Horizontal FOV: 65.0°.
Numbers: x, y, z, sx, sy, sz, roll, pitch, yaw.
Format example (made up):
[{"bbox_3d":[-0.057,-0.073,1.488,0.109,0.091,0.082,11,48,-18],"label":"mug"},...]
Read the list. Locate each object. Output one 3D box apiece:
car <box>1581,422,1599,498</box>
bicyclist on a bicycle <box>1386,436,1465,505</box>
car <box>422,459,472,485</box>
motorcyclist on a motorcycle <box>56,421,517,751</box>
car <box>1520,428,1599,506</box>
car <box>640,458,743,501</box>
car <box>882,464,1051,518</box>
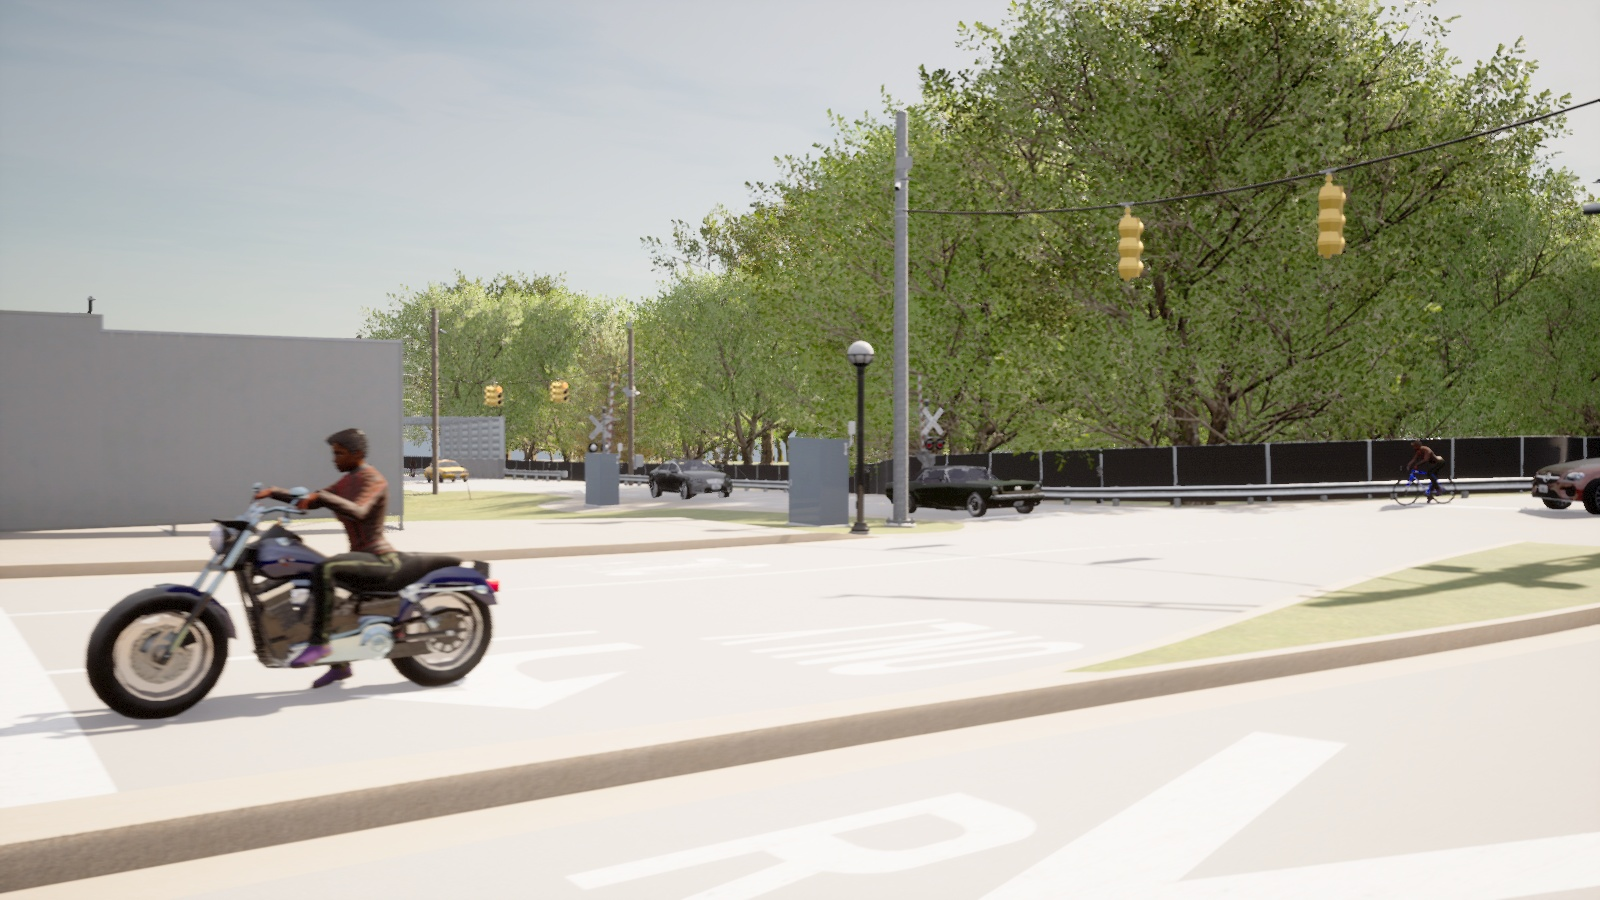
[{"bbox_3d":[21.985,0.223,31.356,3.866,1.878,1.905,-1,1,19],"label":"car"},{"bbox_3d":[15.585,0.509,31.308,1.656,1.620,0.582,-3,1,-3],"label":"bicyclist on a bicycle"},{"bbox_3d":[-23.043,1.408,81.740,1.801,1.575,5.366,-1,0,-30],"label":"car"},{"bbox_3d":[-2.908,0.687,7.329,2.350,1.649,0.766,1,0,-41],"label":"motorcyclist on a motorcycle"},{"bbox_3d":[19.073,0.330,27.749,5.027,1.651,2.152,0,1,6],"label":"car"},{"bbox_3d":[-4.271,1.102,48.525,2.128,1.511,4.902,-2,0,-29],"label":"car"},{"bbox_3d":[4.372,1.062,33.789,1.895,1.301,4.718,-2,0,-32],"label":"car"}]
